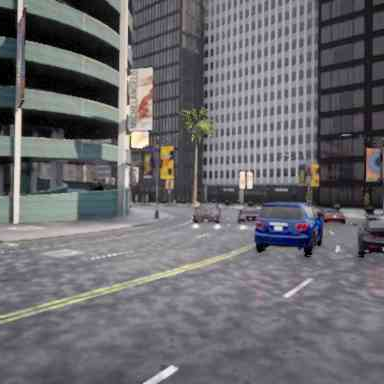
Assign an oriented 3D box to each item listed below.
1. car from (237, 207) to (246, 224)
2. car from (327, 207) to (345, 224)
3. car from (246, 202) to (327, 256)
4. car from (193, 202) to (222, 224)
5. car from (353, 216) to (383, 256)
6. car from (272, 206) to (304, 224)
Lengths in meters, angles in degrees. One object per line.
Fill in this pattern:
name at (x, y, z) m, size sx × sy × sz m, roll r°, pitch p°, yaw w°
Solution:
car at (4.902, 1.942, 28.190) m, size 1.994 × 1.385 × 4.181 m, roll 1°, pitch -1°, yaw 9°
car at (12.165, 2.051, 30.041) m, size 1.994 × 1.385 × 4.181 m, roll 1°, pitch -1°, yaw 3°
car at (4.346, 1.442, 14.502) m, size 2.150 × 2.045 × 5.566 m, roll 0°, pitch 0°, yaw 27°
car at (1.409, 1.690, 28.472) m, size 2.097 × 1.767 × 4.553 m, roll 1°, pitch -1°, yaw 9°
car at (7.808, 1.757, 13.690) m, size 1.837 × 1.490 × 4.892 m, roll 0°, pitch 0°, yaw 26°
car at (8.684, 2.013, 30.448) m, size 1.994 × 1.385 × 4.181 m, roll 1°, pitch -1°, yaw 4°
